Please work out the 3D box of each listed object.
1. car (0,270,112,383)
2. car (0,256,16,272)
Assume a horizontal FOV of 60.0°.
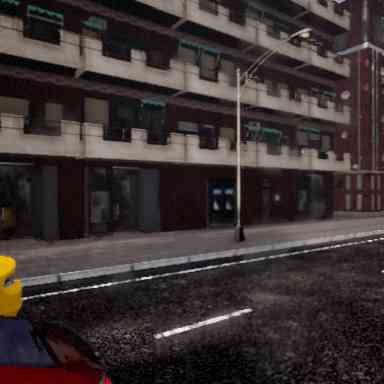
[{"bbox_3d":[-2.561,1.562,1.858,4.181,1.385,1.994,0,0,-36],"label":"car"},{"bbox_3d":[-4.935,1.475,4.156,5.008,1.535,1.882,0,0,-36],"label":"car"}]
